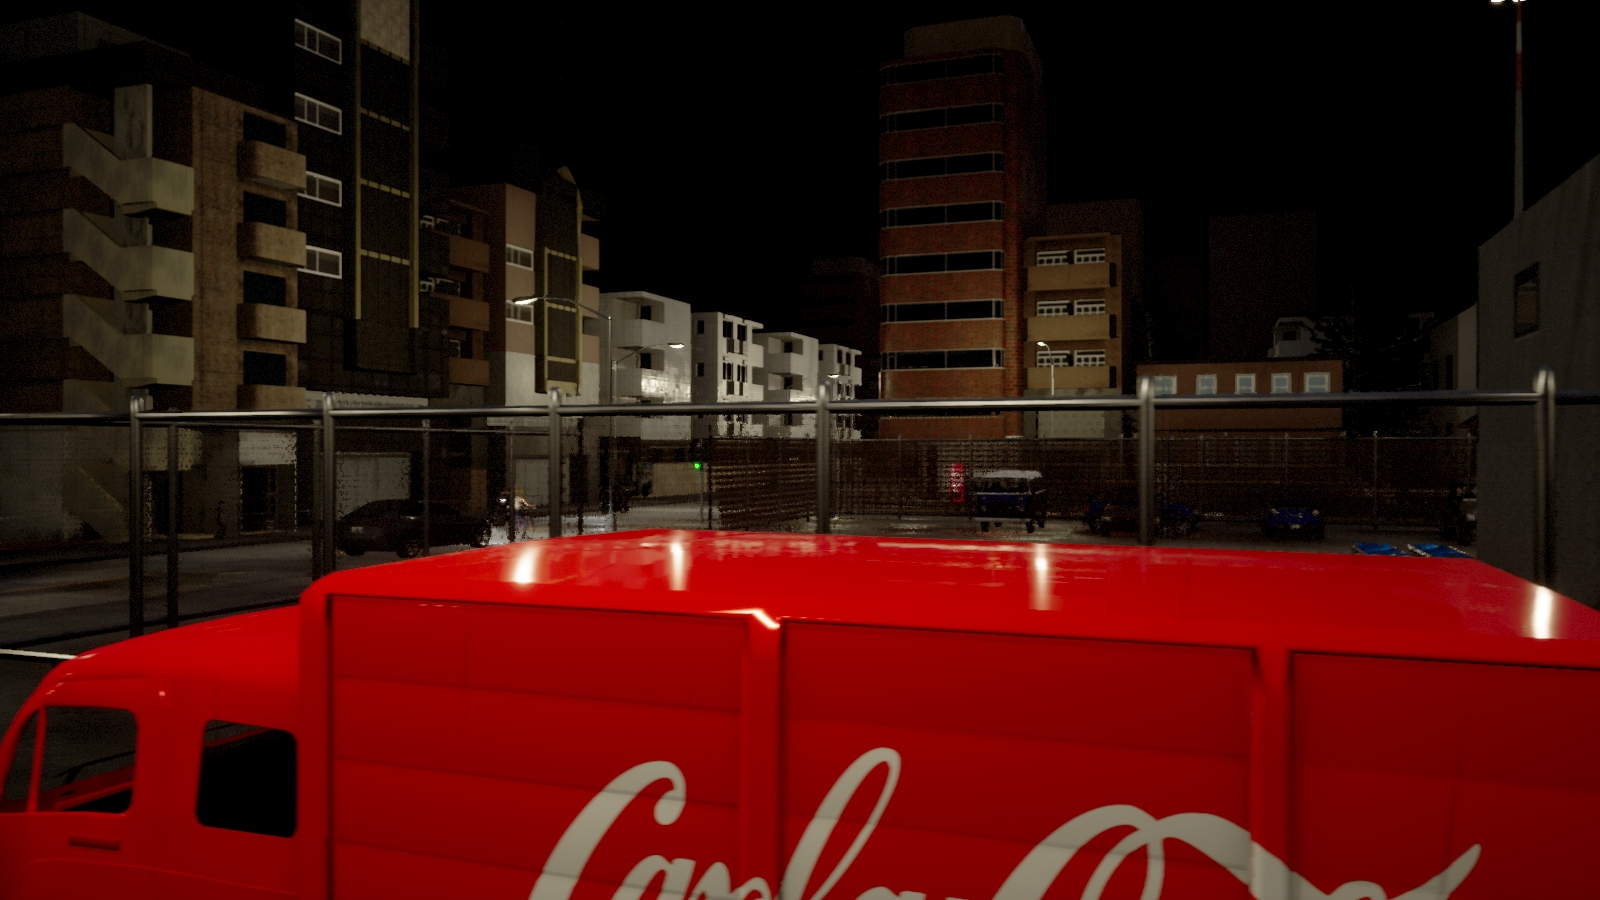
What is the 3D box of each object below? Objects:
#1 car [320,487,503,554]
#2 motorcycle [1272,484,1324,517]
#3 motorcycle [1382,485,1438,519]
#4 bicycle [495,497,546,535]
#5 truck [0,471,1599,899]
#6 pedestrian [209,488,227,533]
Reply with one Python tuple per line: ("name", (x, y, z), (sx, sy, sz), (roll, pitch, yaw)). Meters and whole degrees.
("car", (-10.411, 1.843, 31.044), (2.163, 1.488, 4.792), (0, 0, 20))
("motorcycle", (19.588, 1.962, 44.970), (1.805, 1.236, 0.856), (0, 0, 20))
("motorcycle", (23.310, 1.962, 43.685), (1.805, 1.236, 0.856), (0, 0, 21))
("bicycle", (-8.675, 2.036, 35.549), (0.859, 1.080, 1.487), (0, 0, 20))
("truck", (-0.342, 1.348, 3.978), (5.204, 2.467, 2.627), (0, 0, 20))
("pedestrian", (-17.350, 1.805, 34.061), (0.375, 1.300, 0.375), (0, 0, 41))
